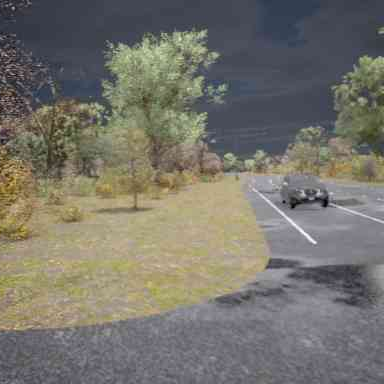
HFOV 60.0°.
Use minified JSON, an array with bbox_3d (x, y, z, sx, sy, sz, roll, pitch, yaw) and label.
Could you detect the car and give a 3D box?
[{"bbox_3d":[7.040,-0.146,21.416,2.150,2.045,5.566,-3,3,7],"label":"car"}]
